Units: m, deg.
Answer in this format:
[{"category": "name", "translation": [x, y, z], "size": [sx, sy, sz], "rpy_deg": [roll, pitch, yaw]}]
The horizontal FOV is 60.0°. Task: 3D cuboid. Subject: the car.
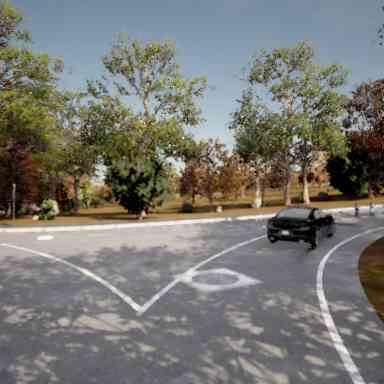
[{"category": "car", "translation": [4.959, 1.359, 14.760], "size": [1.882, 1.535, 5.008], "rpy_deg": [0, 1, 34]}]
